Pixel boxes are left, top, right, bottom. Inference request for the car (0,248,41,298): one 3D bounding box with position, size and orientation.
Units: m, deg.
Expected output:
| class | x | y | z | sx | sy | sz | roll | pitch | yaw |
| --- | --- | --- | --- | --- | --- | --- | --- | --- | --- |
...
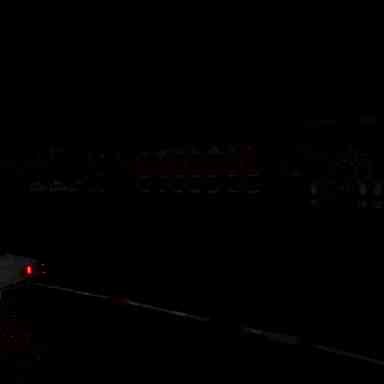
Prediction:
| class | x | y | z | sx | sy | sz | roll | pitch | yaw |
| --- | --- | --- | --- | --- | --- | --- | --- | --- | --- |
| car | -5.477 | 1.535 | 6.837 | 4.718 | 1.301 | 1.895 | 0 | 0 | 27 |
